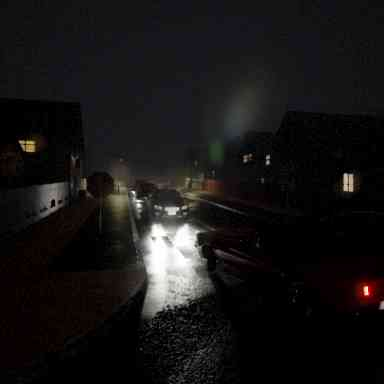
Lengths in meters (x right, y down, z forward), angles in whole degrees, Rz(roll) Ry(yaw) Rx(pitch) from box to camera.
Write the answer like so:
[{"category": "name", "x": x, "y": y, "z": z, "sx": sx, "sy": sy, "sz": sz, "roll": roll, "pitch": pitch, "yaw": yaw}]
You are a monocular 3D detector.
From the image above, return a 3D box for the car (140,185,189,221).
[{"category": "car", "x": -1.421, "y": 0.598, "z": 17.982, "sx": 2.128, "sy": 1.511, "sz": 4.902, "roll": 1, "pitch": 3, "yaw": -12}]

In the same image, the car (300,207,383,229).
[{"category": "car", "x": 5.048, "y": 1.179, "z": 9.798, "sx": 4.902, "sy": 1.511, "sz": 2.128, "roll": 6, "pitch": 5, "yaw": 41}]

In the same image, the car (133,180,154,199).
[{"category": "car", "x": -4.461, "y": -0.215, "z": 32.495, "sx": 1.882, "sy": 1.535, "sz": 5.008, "roll": 1, "pitch": 3, "yaw": -12}]

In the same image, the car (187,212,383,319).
[{"category": "car", "x": 1.903, "y": 1.320, "z": 7.023, "sx": 1.895, "sy": 1.301, "sz": 4.718, "roll": -1, "pitch": 3, "yaw": -29}]
